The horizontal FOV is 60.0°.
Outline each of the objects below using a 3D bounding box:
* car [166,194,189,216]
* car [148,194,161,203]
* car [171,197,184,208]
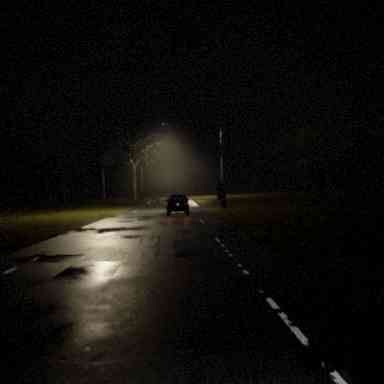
[{"bbox_3d":[-1.428,1.235,33.320,2.150,2.045,5.566,-2,0,-3],"label":"car"},{"bbox_3d":[-5.712,1.151,50.239,1.837,1.490,4.892,-2,1,-3],"label":"car"},{"bbox_3d":[-2.053,1.464,48.129,1.812,1.442,4.674,-2,1,-2],"label":"car"}]
